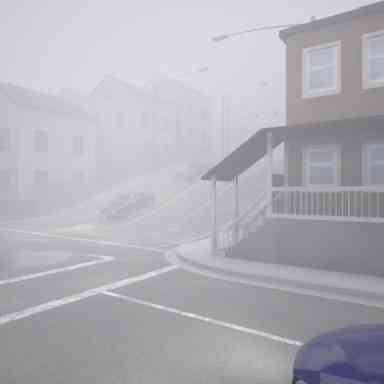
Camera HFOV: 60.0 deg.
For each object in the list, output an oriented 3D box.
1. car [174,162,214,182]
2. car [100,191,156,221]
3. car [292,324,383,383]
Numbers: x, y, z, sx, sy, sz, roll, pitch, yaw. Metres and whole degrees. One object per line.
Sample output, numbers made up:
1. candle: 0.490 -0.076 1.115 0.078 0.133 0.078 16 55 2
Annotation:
1. car: 0.175 -2.044 32.367 1.895 1.301 4.718 0 18 35
2. car: -4.821 0.904 25.060 2.128 1.511 4.902 0 15 35
3. car: 2.931 1.526 1.873 4.674 1.442 1.812 0 0 36
